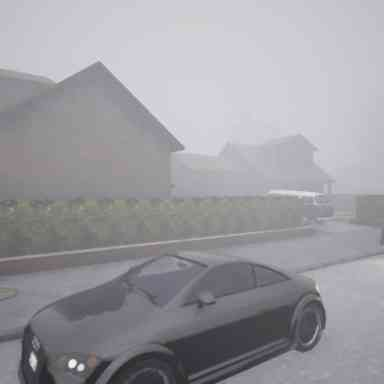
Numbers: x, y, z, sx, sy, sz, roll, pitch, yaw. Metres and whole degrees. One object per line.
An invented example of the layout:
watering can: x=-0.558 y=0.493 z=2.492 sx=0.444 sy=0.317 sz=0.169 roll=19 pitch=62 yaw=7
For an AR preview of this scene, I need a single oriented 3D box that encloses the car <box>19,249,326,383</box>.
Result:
car: x=-0.025 y=1.564 z=4.606 sx=4.181 sy=1.385 sz=1.994 roll=0 pitch=0 yaw=-36
